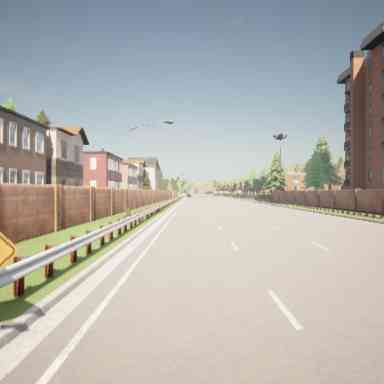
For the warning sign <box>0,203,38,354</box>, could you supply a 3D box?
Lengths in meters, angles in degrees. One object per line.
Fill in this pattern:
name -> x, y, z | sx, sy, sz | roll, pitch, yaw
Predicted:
warning sign -> -3.050, 1.099, 4.646 | 1.300, 1.860, 1.060 | 0, 0, 0
